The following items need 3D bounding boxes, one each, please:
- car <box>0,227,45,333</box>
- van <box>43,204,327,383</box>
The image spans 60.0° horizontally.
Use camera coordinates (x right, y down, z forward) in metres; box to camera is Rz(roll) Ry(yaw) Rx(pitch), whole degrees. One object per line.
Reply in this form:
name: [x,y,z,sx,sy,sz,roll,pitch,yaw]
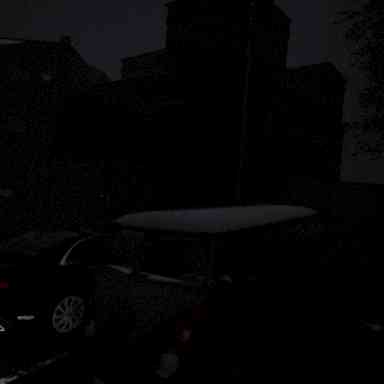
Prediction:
car: [-1.704,1.335,6.482,2.231,1.521,4.892,3,2,35]
van: [0.524,1.199,4.761,1.878,1.987,4.442,2,1,35]
